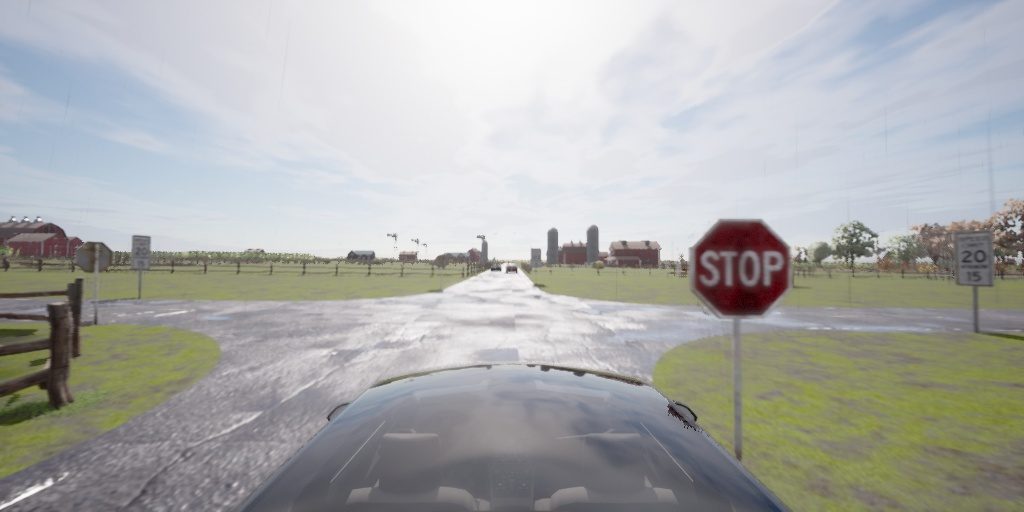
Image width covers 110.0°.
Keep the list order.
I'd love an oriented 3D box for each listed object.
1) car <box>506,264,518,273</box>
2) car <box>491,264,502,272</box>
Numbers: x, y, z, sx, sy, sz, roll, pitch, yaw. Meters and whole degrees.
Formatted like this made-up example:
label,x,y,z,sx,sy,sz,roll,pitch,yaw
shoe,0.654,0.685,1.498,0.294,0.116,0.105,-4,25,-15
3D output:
label,x,y,z,sx,sy,sz,roll,pitch,yaw
car,-0.029,1.964,58.347,1.882,1.535,5.008,0,-1,0
car,-2.785,2.164,64.182,1.895,1.301,4.718,0,-1,0
